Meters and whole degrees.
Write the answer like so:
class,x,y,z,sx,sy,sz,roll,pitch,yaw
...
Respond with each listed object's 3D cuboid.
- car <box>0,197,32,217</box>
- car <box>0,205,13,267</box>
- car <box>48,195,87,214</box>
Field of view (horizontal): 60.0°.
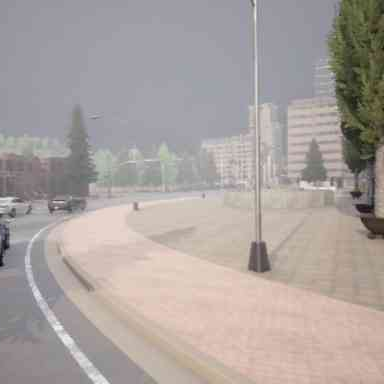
class,x,y,z,sx,sy,sz,roll,pitch,yaw
car,-13.976,1.125,25.484,1.812,1.442,4.674,-1,1,-3
car,-6.689,1.379,10.132,1.812,1.442,4.674,-2,2,-27
car,-10.513,0.964,28.321,2.128,1.511,4.902,-1,1,1
